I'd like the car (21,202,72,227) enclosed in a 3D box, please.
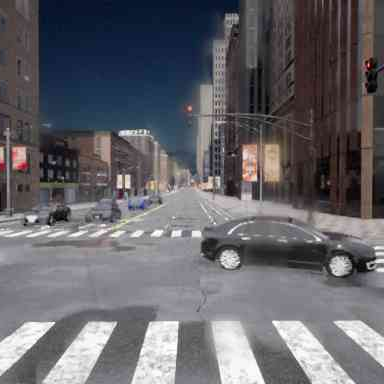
[{"bbox_3d":[-9.851,1.491,22.874,2.128,1.511,4.902,0,0,0],"label":"car"}]

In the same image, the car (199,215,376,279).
[{"bbox_3d":[2.655,1.490,9.832,4.892,1.490,1.837,0,2,17],"label":"car"}]

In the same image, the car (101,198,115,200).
[{"bbox_3d":[-9.848,1.505,38.729,1.837,1.490,4.892,0,0,0],"label":"car"}]

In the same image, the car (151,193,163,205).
[{"bbox_3d":[-6.503,1.234,59.971,2.150,2.045,5.566,0,0,0],"label":"car"}]

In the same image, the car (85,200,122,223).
[{"bbox_3d":[-6.606,1.562,25.110,1.994,1.385,4.181,0,0,-1],"label":"car"}]

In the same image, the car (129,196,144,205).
[{"bbox_3d":[-9.762,1.469,58.953,1.882,1.535,5.008,0,0,0],"label":"car"}]

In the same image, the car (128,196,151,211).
[{"bbox_3d":[-6.597,1.476,40.833,1.882,1.535,5.008,0,0,0],"label":"car"}]
